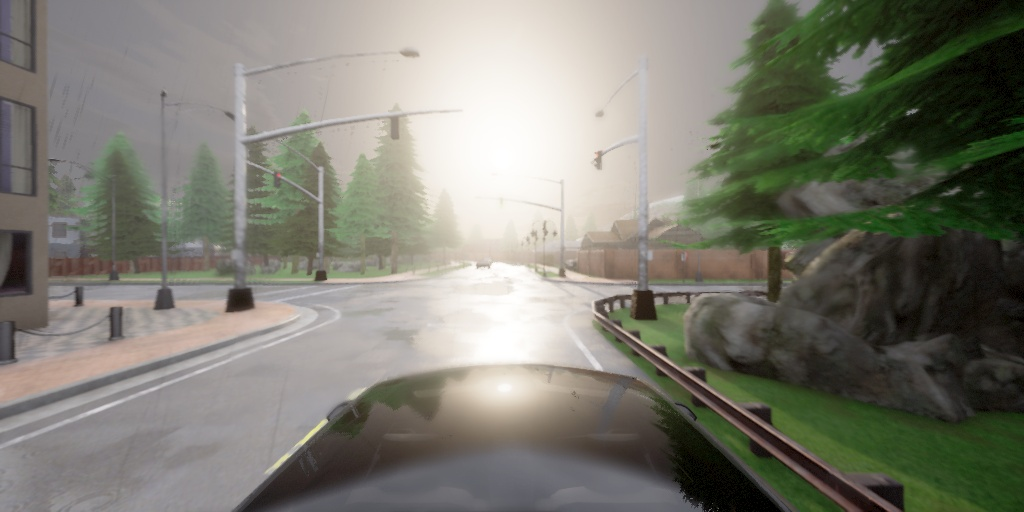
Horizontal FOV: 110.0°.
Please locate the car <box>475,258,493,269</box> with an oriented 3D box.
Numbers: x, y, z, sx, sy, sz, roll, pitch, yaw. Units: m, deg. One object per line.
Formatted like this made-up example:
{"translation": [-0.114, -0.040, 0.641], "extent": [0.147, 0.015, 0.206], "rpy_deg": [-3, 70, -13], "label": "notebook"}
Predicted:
{"translation": [-4.125, 1.130, 51.941], "extent": [1.994, 1.385, 4.181], "rpy_deg": [0, 0, 0], "label": "car"}
